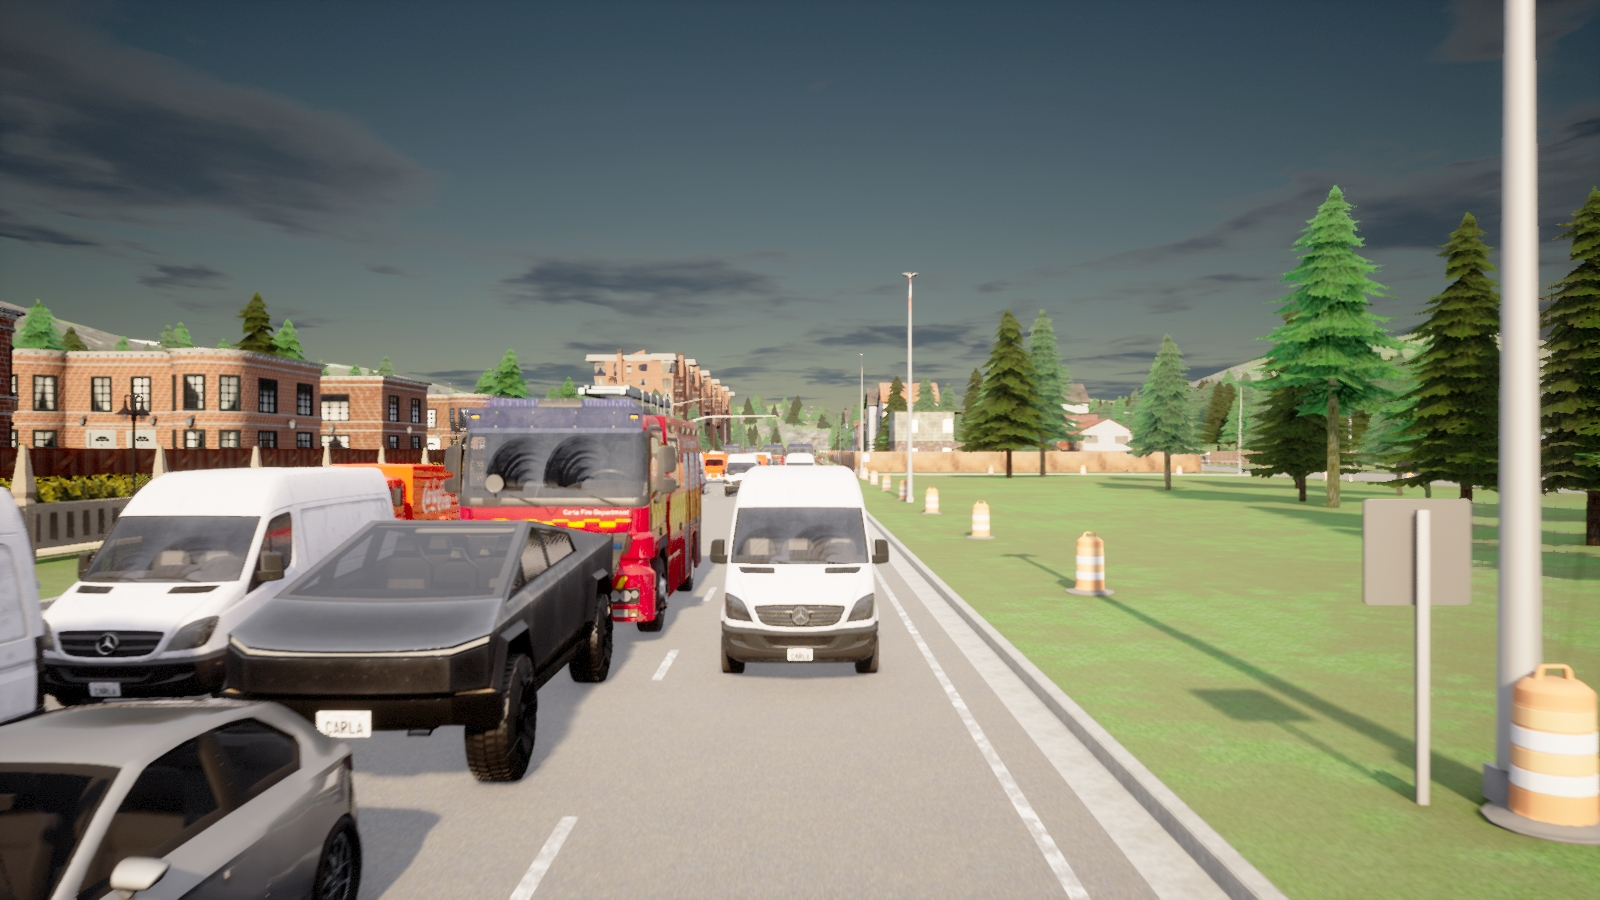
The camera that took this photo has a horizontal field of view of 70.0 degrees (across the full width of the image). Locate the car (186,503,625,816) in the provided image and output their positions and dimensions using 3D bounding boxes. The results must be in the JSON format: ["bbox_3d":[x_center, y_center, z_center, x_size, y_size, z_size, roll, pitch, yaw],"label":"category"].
[{"bbox_3d":[-3.499,1.752,11.878,2.390,2.098,6.274,0,0,0],"label":"car"}]

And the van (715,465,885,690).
[{"bbox_3d":[0.005,1.532,16.338,1.988,2.561,5.915,0,0,0],"label":"van"}]

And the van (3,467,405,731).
[{"bbox_3d":[-6.995,1.532,14.413,1.988,2.561,5.915,0,0,0],"label":"van"}]

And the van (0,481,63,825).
[{"bbox_3d":[-6.996,1.534,6.338,1.988,2.561,5.915,0,0,0],"label":"van"}]

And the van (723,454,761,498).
[{"bbox_3d":[-3.491,1.524,69.555,1.988,2.561,5.915,0,0,0],"label":"van"}]

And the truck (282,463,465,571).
[{"bbox_3d":[-10.498,1.577,28.686,2.627,2.467,5.204,0,-1,0],"label":"truck"}]

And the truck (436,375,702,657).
[{"bbox_3d":[-3.495,0.887,19.725,2.891,3.827,8.468,0,0,0],"label":"truck"}]

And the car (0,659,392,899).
[{"bbox_3d":[-3.502,2.065,5.174,1.816,1.474,4.193,0,0,0],"label":"car"}]

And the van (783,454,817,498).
[{"bbox_3d":[0.010,1.524,69.099,1.988,2.561,5.915,0,0,0],"label":"van"}]
